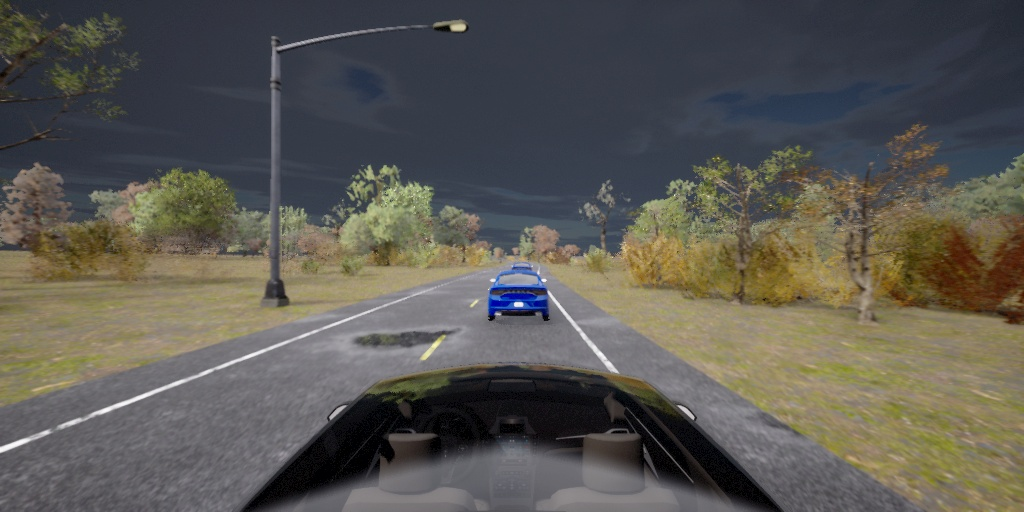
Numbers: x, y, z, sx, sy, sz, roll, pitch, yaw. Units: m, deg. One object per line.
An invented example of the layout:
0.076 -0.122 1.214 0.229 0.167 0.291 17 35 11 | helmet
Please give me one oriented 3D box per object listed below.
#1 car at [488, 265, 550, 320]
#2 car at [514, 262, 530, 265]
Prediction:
0.229 1.232 12.683 1.882 1.535 5.008 0 0 1 | car
0.931 1.282 32.951 1.882 1.535 5.008 0 0 3 | car
